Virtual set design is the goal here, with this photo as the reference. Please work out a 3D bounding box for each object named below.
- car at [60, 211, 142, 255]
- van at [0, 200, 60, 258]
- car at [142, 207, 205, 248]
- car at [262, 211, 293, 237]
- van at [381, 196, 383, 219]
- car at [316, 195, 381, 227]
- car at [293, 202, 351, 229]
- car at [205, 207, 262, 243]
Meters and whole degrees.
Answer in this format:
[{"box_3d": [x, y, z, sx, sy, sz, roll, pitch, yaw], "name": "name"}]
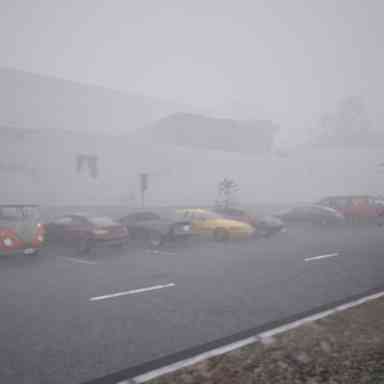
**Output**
[{"box_3d": [-4.542, 1.563, 13.365, 4.674, 1.452, 2.002, -1, -1, 35], "name": "car"}, {"box_3d": [-6.870, 1.277, 11.584, 4.442, 1.987, 1.878, -1, -1, 35], "name": "van"}, {"box_3d": [-2.140, 1.573, 15.116, 4.792, 1.488, 2.163, -1, -1, 35], "name": "car"}, {"box_3d": [2.775, 1.590, 18.552, 4.792, 1.488, 2.163, -1, -1, 35], "name": "car"}, {"box_3d": [12.570, 1.320, 25.436, 4.442, 1.987, 1.878, -1, -1, 35], "name": "van"}, {"box_3d": [10.013, 1.305, 23.779, 5.566, 2.045, 2.435, -1, 0, 35], "name": "car"}, {"box_3d": [7.613, 1.600, 22.028, 4.674, 1.452, 2.002, -1, 0, 35], "name": "car"}, {"box_3d": [0.475, 1.548, 16.736, 5.366, 1.575, 1.946, -1, -1, 35], "name": "car"}]
